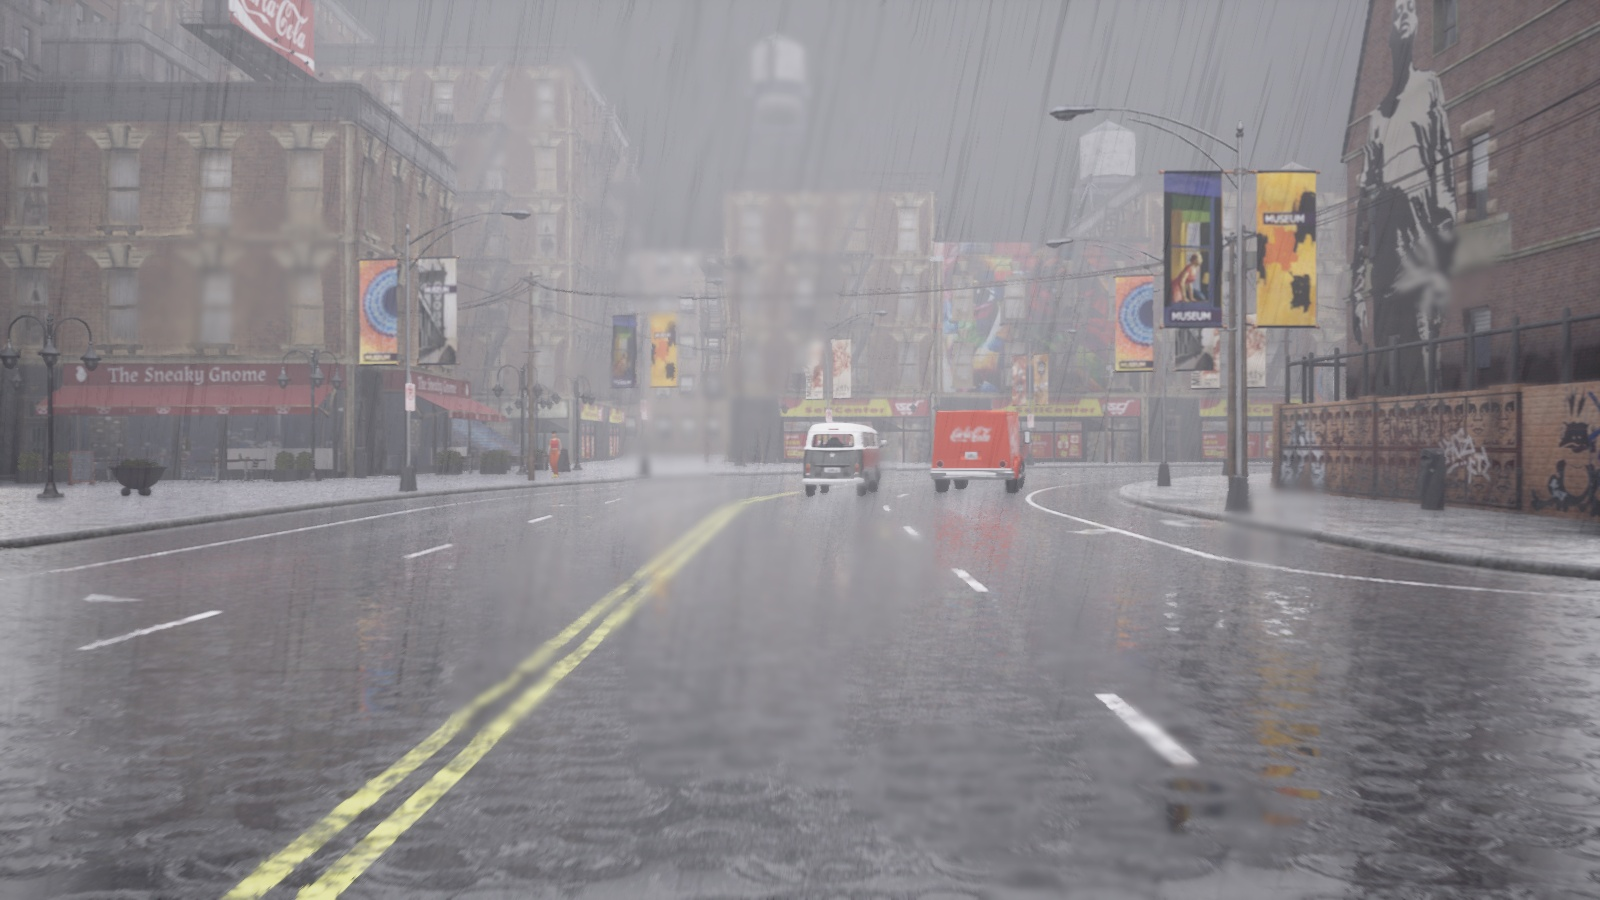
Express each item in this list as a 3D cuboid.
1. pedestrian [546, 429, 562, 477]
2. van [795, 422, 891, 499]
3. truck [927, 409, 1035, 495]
[{"bbox_3d":[-9.491,0.123,48.425,0.345,1.836,0.594,0,0,17],"label":"pedestrian"},{"bbox_3d":[1.297,0.269,35.904,2.069,2.038,4.480,0,0,11],"label":"van"},{"bbox_3d":[5.698,0.045,38.917,2.627,2.467,5.204,0,0,16],"label":"truck"}]
